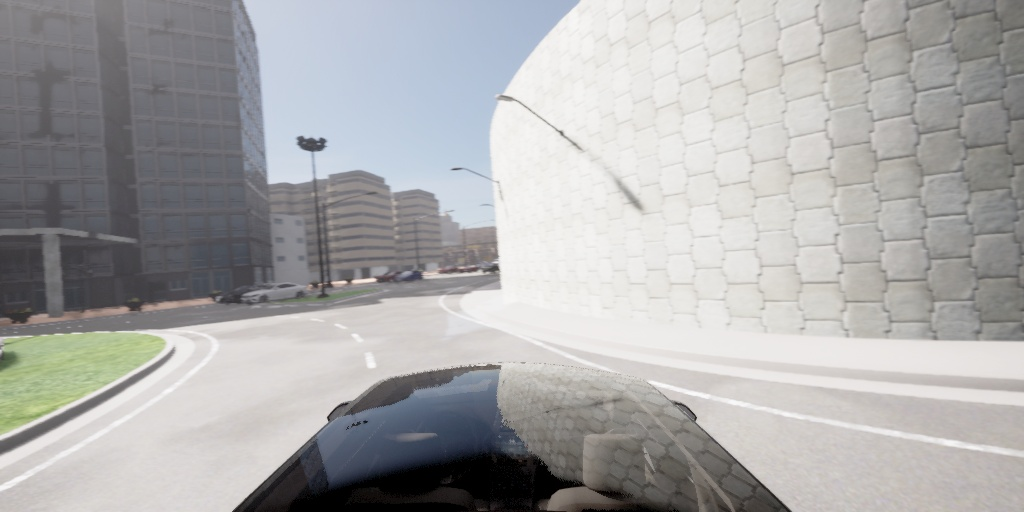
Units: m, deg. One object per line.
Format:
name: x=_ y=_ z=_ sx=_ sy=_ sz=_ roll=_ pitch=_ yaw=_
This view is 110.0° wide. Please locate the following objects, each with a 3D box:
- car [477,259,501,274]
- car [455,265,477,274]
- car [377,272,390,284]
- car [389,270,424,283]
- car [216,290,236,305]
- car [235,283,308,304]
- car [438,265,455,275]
car: x=-2.876 y=1.760 z=52.725 sx=2.128 sy=1.511 sz=4.902 roll=-5 pitch=-1 yaw=17
car: x=-7.494 y=2.291 z=62.046 sx=1.895 sy=1.301 sz=4.718 roll=-5 pitch=0 yaw=17
car: x=-15.704 y=2.728 z=47.220 sx=1.882 sy=1.535 sz=5.008 roll=-5 pitch=0 yaw=17
car: x=-12.781 y=2.532 z=44.833 sx=1.812 sy=1.442 sz=4.674 roll=-5 pitch=0 yaw=17
car: x=-21.969 y=3.138 z=30.304 sx=2.128 sy=1.511 sz=4.902 roll=-5 pitch=0 yaw=25
car: x=-18.853 y=2.917 z=28.752 sx=1.812 sy=1.442 sz=4.674 roll=-5 pitch=0 yaw=25
car: x=-11.043 y=2.449 z=62.415 sx=1.882 sy=1.535 sz=5.008 roll=-5 pitch=0 yaw=17
